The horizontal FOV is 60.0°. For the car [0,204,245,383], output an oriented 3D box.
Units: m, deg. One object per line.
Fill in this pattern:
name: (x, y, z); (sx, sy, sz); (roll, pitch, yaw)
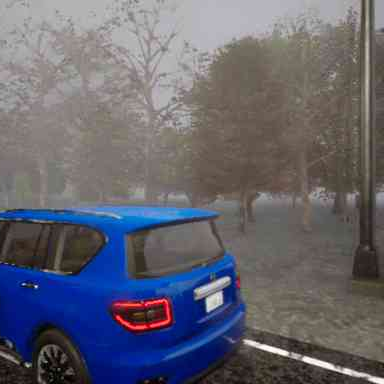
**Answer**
car: (-1.956, 1.218, 4.930); (5.566, 2.045, 2.150); (-1, 0, 35)
